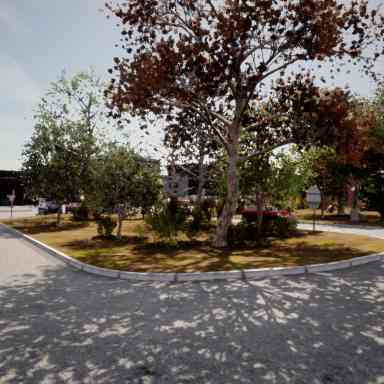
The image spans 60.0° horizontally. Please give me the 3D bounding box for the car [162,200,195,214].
[{"bbox_3d":[-2.016,2.371,45.086,2.033,1.411,5.357,3,1,-29],"label":"car"}]

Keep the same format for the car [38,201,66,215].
[{"bbox_3d":[-17.519,1.931,40.961,2.185,1.767,4.553,-1,0,-35],"label":"car"}]

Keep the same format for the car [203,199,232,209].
[{"bbox_3d":[4.312,2.001,56.437,1.946,1.575,5.366,1,0,-36],"label":"car"}]

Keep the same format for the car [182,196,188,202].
[{"bbox_3d":[-2.309,1.884,66.977,2.185,1.767,4.553,1,0,-36],"label":"car"}]

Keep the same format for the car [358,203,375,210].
[{"bbox_3d":[33.779,2.526,64.333,2.097,1.767,4.553,2,-1,-14],"label":"car"}]

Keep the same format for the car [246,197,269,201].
[{"bbox_3d":[10.994,1.861,61.501,2.435,2.045,5.566,1,-1,-36],"label":"car"}]

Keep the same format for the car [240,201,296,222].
[{"bbox_3d":[6.238,1.834,27.202,2.097,1.767,4.553,3,-3,-35],"label":"car"}]

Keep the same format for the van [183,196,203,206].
[{"bbox_3d":[0.208,1.820,68.680,1.878,1.987,4.442,1,-1,-36],"label":"van"}]

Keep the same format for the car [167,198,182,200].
[{"bbox_3d":[-4.805,1.983,65.449,1.946,1.575,5.366,1,0,-36],"label":"car"}]

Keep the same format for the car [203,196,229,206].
[{"bbox_3d":[5.182,1.889,72.370,2.435,2.045,5.566,1,-1,-36],"label":"car"}]

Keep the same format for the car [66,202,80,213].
[{"bbox_3d":[-14.970,2.069,42.849,2.002,1.452,4.674,-1,0,-36],"label":"car"}]

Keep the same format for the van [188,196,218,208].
[{"bbox_3d":[1.868,1.756,55.053,1.878,1.987,4.442,1,0,-36],"label":"van"}]
